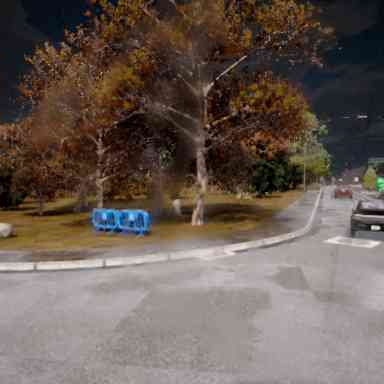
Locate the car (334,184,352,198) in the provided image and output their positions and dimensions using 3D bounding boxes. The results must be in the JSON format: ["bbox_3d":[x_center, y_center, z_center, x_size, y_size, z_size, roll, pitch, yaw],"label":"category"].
[{"bbox_3d":[19.964,-0.188,44.030,2.097,1.767,4.553,2,3,22],"label":"car"}]

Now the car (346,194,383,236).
[{"bbox_3d":[8.211,1.108,15.115,2.128,1.511,4.902,2,2,26],"label":"car"}]
